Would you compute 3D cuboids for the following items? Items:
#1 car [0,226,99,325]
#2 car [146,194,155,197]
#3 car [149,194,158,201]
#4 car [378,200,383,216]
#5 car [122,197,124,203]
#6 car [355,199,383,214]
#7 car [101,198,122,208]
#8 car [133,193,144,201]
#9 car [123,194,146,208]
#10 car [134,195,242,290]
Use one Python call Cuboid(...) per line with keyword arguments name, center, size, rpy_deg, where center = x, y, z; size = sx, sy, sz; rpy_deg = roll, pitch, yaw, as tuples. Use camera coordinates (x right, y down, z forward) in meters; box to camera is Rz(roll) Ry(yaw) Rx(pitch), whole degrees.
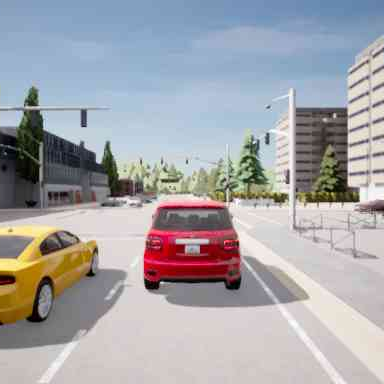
Cuboid(name="car", center=(-3.482, 1.472, 7.207), size=(1.882, 1.535, 5.008), rpy_deg=(0, 0, 0))
Cuboid(name="car", center=(-8.756, 1.449, 63.421), size=(1.837, 1.490, 4.892), rpy_deg=(0, 1, -1))
Cuboid(name="car", center=(-9.159, 1.343, 79.283), size=(1.837, 1.490, 4.892), rpy_deg=(0, 0, -2))
Cuboid(name="car", center=(16.986, 1.528, 24.233), size=(5.357, 1.411, 2.033), rpy_deg=(0, 0, 0))
Cuboid(name="car", center=(-12.248, 1.475, 62.906), size=(1.812, 1.442, 4.674), rpy_deg=(0, 0, -1))
Cuboid(name="car", center=(19.567, 1.498, 34.882), size=(4.674, 1.442, 1.812), rpy_deg=(0, 0, -2))
Cuboid(name="car", center=(-11.875, 1.525, 48.307), size=(1.994, 1.385, 4.181), rpy_deg=(0, 0, -2))
Cuboid(name="car", center=(-12.654, 1.211, 79.063), size=(2.097, 1.767, 4.553), rpy_deg=(0, 0, -2))
Cuboid(name="car", center=(-8.384, 1.488, 48.652), size=(1.812, 1.442, 4.674), rpy_deg=(0, 1, -1))
Cuboid(name="car", center=(0.012, 1.214, 9.196), size=(2.150, 2.045, 5.566), rpy_deg=(0, 0, 0))
